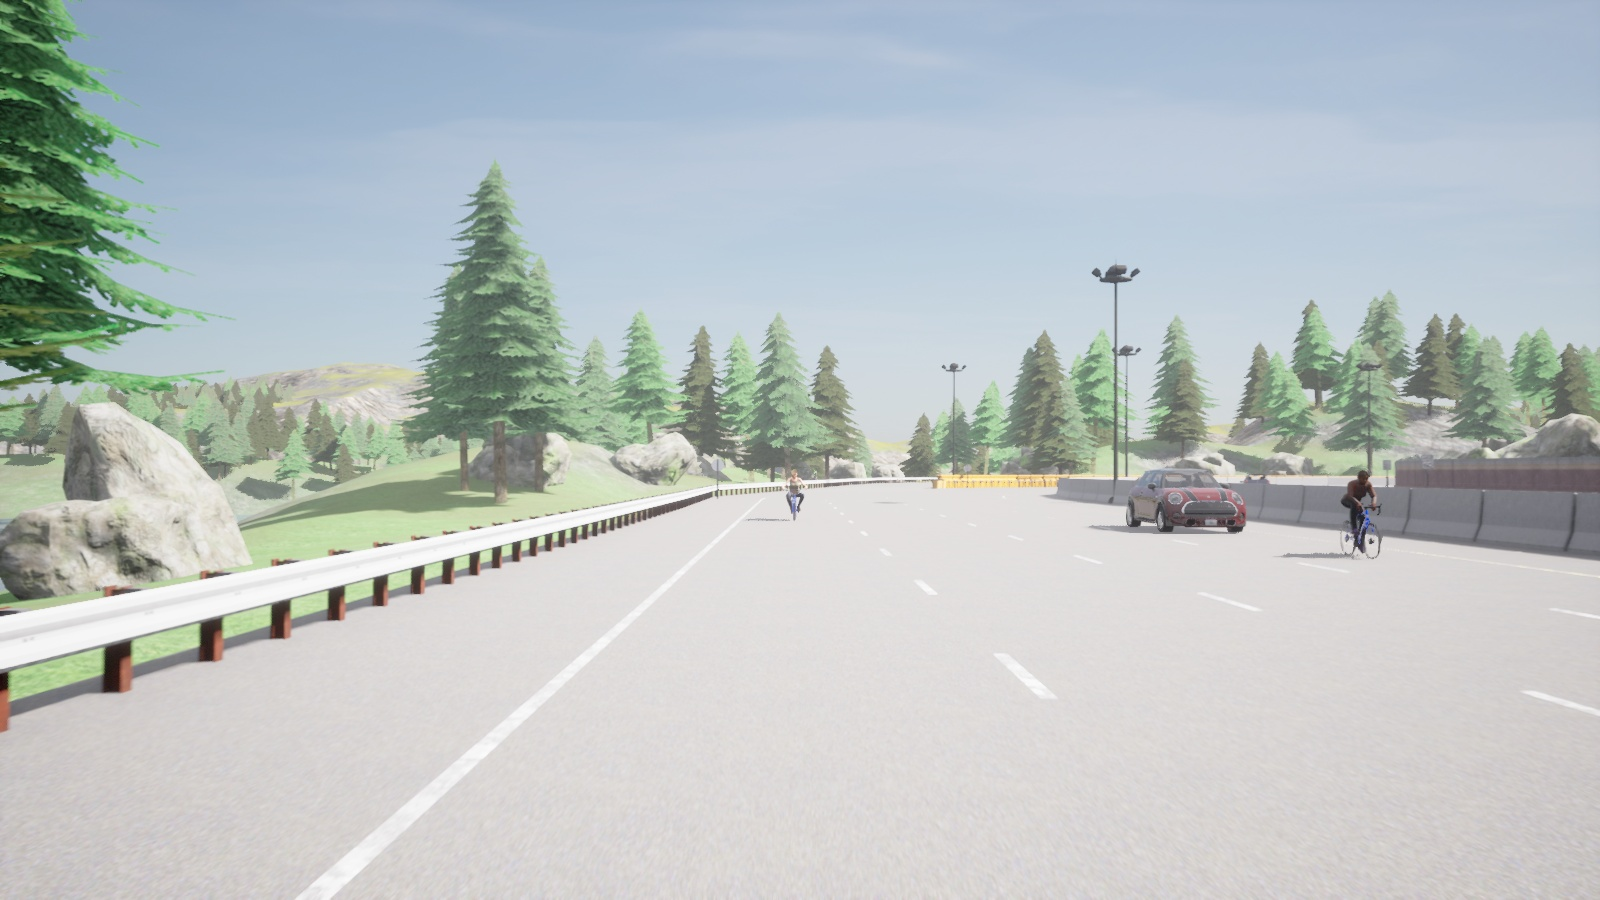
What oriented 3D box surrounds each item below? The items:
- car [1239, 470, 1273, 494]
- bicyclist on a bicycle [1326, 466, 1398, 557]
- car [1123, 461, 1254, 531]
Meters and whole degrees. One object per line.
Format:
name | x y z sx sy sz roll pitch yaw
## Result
car | 29.547 2.072 81.387 1.845 1.501 3.633 -1 -1 16
bicyclist on a bicycle | 10.420 1.116 23.341 0.582 1.620 1.656 0 -1 0
car | 10.366 1.199 33.866 2.097 1.767 4.553 0 -1 0
